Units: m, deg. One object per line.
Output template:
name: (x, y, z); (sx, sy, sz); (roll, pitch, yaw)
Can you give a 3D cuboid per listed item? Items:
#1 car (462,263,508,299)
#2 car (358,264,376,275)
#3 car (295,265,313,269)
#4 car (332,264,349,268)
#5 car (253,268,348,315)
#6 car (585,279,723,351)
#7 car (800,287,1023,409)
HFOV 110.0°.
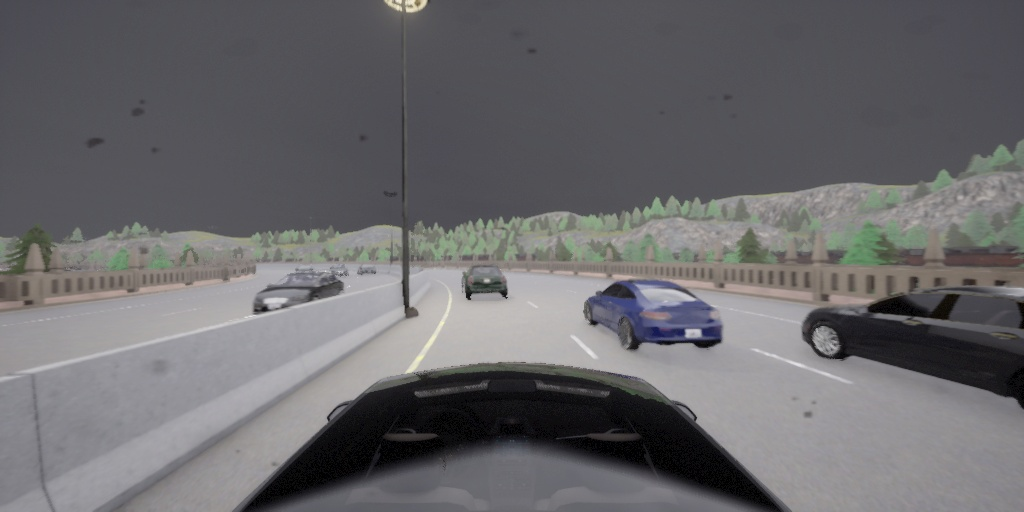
car: (-1.576, 1.228, 19.388); (2.097, 1.767, 4.553); (-1, 0, -10)
car: (-19.234, 1.763, 47.594); (1.812, 1.442, 4.674); (0, 0, -29)
car: (-23.917, 1.776, 41.529); (1.812, 1.442, 4.674); (0, 0, -27)
car: (-20.673, 1.716, 42.818); (2.128, 1.511, 4.902); (0, -1, -27)
car: (-8.058, 1.405, 14.049); (2.128, 1.511, 4.902); (0, -1, -8)
car: (3.212, 1.286, 8.963); (1.812, 1.442, 4.674); (0, 0, -4)
car: (6.896, 1.204, 5.372); (1.837, 1.490, 4.892); (0, 0, -2)
